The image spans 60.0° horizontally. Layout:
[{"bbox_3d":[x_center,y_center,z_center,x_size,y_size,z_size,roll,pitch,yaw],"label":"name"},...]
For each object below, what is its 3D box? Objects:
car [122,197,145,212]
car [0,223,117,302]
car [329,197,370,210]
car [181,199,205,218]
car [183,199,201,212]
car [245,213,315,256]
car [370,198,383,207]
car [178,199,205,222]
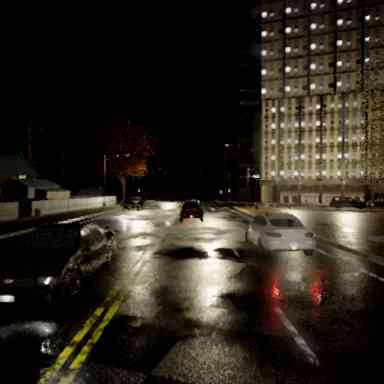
[{"bbox_3d":[-6.497,1.326,37.271,2.128,1.511,4.902,0,0,0],"label":"car"},{"bbox_3d":[-3.349,1.542,8.675,2.033,1.411,5.357,0,0,0],"label":"car"},{"bbox_3d":[23.016,1.649,49.252,5.009,1.841,2.192,0,2,20],"label":"car"},{"bbox_3d":[0.082,1.483,31.194,2.128,1.511,4.902,0,0,0],"label":"car"},{"bbox_3d":[0.003,1.544,40.223,2.033,1.411,5.357,0,0,0],"label":"car"},{"bbox_3d":[3.251,1.519,12.898,1.812,1.442,4.674,0,0,0],"label":"car"},{"bbox_3d":[31.051,1.727,54.706,4.403,1.369,2.008,0,2,20],"label":"car"},{"bbox_3d":[-0.031,1.497,26.370,1.837,1.490,4.892,0,0,0],"label":"car"}]
